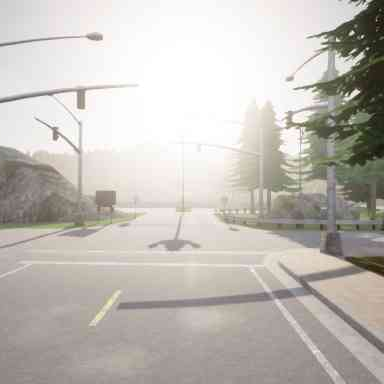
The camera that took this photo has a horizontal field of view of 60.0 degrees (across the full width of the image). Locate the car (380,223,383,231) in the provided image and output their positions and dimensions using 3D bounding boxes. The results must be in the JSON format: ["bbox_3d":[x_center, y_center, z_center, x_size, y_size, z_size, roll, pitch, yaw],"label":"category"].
[{"bbox_3d":[15.040,2.057,21.130,5.357,1.411,2.033,0,-1,-2],"label":"car"}]
